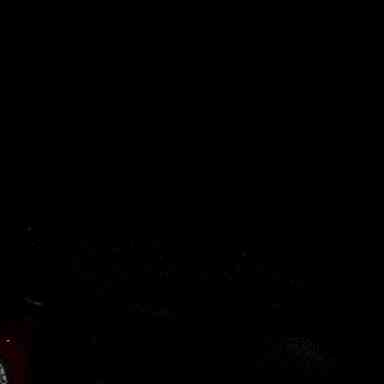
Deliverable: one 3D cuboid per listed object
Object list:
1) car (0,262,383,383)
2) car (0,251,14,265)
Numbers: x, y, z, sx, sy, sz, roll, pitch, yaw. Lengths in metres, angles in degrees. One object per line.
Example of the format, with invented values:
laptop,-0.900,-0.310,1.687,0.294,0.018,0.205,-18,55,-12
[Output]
car,-0.382,1.583,3.232,4.206,1.307,1.802,0,0,35
car,-4.975,1.571,6.507,4.313,1.339,1.947,0,0,35
